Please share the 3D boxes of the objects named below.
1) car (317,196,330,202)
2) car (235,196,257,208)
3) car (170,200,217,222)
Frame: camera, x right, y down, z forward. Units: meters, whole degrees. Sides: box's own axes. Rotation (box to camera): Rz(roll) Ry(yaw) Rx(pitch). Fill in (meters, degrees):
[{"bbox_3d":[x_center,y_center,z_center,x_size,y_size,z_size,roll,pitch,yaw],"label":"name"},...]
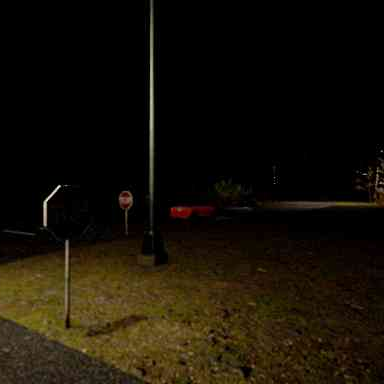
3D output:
[{"bbox_3d":[32.228,1.699,80.819,1.882,1.535,5.008,0,0,30],"label":"car"},{"bbox_3d":[8.526,1.485,52.335,2.097,1.767,4.553,0,0,34],"label":"car"},{"bbox_3d":[0.228,1.435,27.347,2.097,1.767,4.553,0,0,34],"label":"car"}]
